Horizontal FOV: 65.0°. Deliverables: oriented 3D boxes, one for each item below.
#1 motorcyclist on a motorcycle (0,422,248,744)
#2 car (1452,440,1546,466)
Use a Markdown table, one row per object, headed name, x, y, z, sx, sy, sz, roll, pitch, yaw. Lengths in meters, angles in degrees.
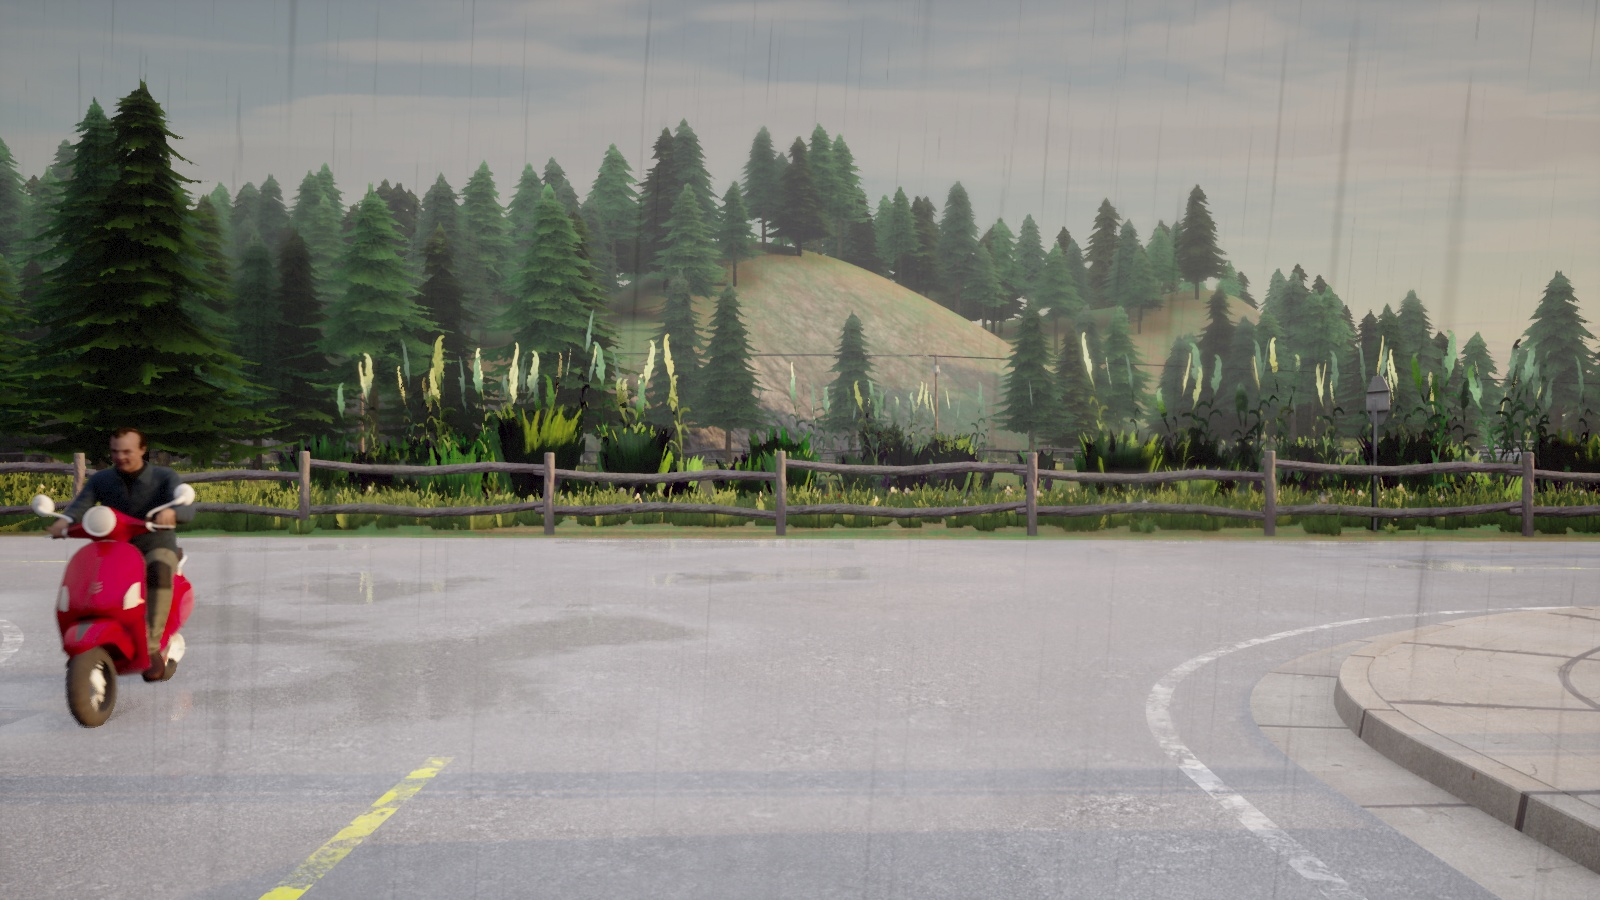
| name | x | y | z | sx | sy | sz | roll | pitch | yaw |
| --- | --- | --- | --- | --- | --- | --- | --- | --- | --- |
| motorcyclist on a motorcycle | -3.854 | 0.657 | 7.206 | 0.866 | 1.590 | 1.817 | -1 | 1 | -12 |
| car | 44.007 | 0.179 | 79.144 | 4.611 | 1.667 | 2.242 | 0 | 0 | 1 |
